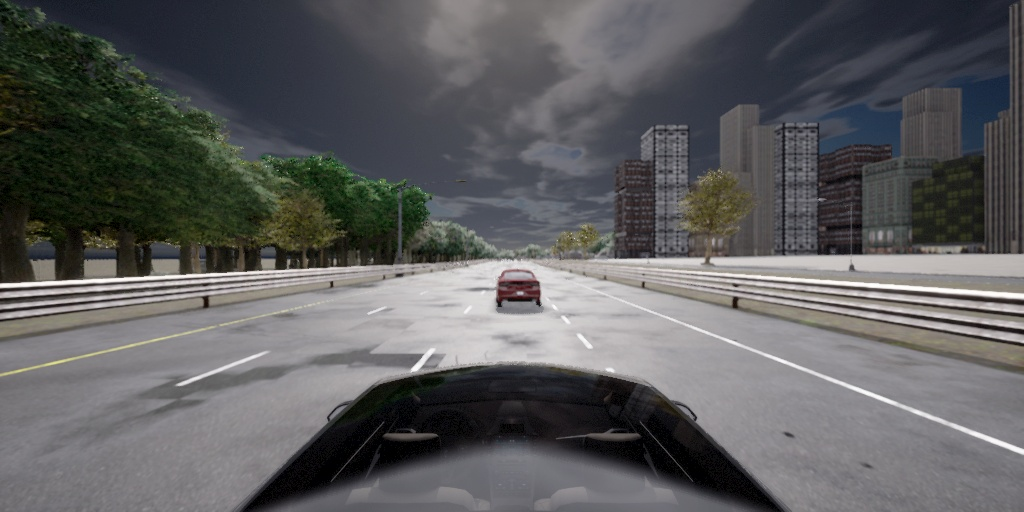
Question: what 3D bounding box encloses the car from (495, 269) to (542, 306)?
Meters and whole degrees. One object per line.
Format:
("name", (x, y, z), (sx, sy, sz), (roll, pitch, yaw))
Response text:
("car", (0.232, 1.354, 16.798), (1.882, 1.535, 5.008), (0, 0, -2))
